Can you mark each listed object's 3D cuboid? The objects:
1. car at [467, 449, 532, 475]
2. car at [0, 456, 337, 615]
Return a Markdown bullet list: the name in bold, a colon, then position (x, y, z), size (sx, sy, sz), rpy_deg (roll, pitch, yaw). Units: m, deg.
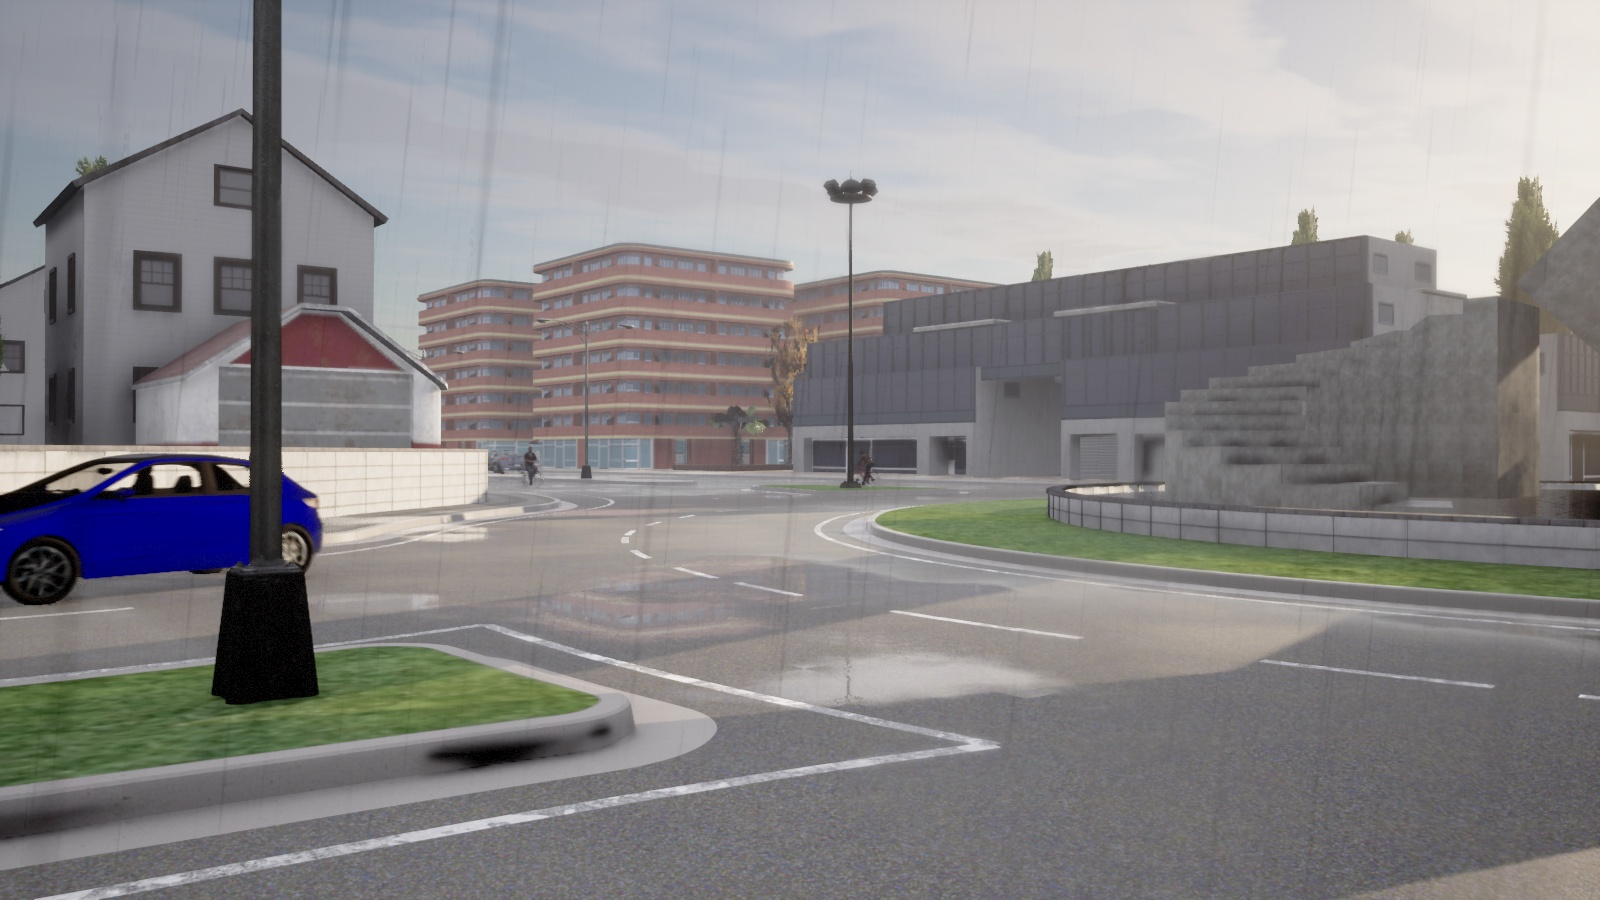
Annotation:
- **car**: position (-19.886, 0.776, 82.983), size (2.152, 1.651, 5.027), rpy_deg (0, 0, -39)
- **car**: position (-7.387, 0.808, 13.644), size (1.816, 1.474, 4.193), rpy_deg (0, 0, 32)
